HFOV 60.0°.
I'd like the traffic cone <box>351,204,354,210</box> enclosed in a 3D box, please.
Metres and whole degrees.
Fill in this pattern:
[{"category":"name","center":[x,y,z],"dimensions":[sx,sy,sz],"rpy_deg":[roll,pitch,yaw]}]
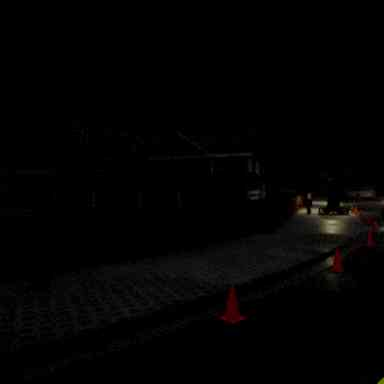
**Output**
[{"category":"traffic cone","center":[15.050,1.609,30.501],"dimensions":[0.340,0.580,0.340],"rpy_deg":[0,0,22]}]

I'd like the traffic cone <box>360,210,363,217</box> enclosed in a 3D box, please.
[{"category":"traffic cone","center":[13.173,1.658,25.867],"dimensions":[0.340,0.580,0.340],"rpy_deg":[0,0,22]}]

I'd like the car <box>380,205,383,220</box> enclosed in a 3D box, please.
[{"category":"car","center":[13.739,1.270,22.038],"dimensions":[2.033,1.411,5.357],"rpy_deg":[0,0,22]}]

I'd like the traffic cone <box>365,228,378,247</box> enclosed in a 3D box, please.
[{"category":"traffic cone","center":[6.887,1.805,12.881],"dimensions":[0.340,0.580,0.340],"rpy_deg":[0,0,34]}]

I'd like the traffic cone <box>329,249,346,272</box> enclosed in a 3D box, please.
[{"category":"traffic cone","center":[4.002,1.857,9.155],"dimensions":[0.340,0.580,0.340],"rpy_deg":[0,1,41]}]

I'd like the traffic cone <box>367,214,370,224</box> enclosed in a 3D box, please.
[{"category":"traffic cone","center":[11.296,1.707,21.232],"dimensions":[0.340,0.580,0.340],"rpy_deg":[0,0,22]}]

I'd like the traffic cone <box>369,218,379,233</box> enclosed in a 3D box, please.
[{"category":"traffic cone","center":[9.323,1.755,16.914],"dimensions":[0.340,0.580,0.340],"rpy_deg":[0,0,28]}]

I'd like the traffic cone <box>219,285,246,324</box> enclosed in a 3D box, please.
[{"category":"traffic cone","center":[0.709,1.911,5.786],"dimensions":[0.340,0.580,0.340],"rpy_deg":[-1,1,-42]}]
